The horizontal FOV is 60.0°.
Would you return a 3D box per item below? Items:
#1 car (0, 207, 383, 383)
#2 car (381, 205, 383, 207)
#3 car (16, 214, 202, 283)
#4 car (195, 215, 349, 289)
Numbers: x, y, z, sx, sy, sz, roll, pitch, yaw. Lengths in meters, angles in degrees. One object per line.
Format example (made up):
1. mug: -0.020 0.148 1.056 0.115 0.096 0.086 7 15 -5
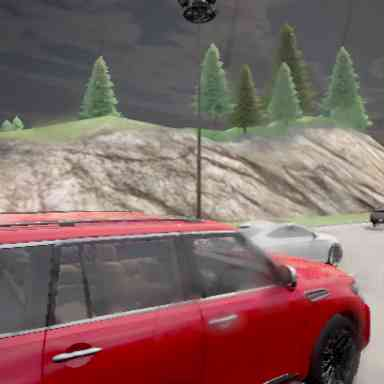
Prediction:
1. car: -0.445 1.224 3.436 5.566 2.045 2.150 1 0 -35
2. car: 13.765 1.574 22.171 4.902 1.511 2.128 0 0 -36
3. car: -2.449 1.561 10.602 5.357 1.411 2.033 0 0 -35
4. car: 2.527 1.552 9.854 4.674 1.442 1.812 0 0 -35
